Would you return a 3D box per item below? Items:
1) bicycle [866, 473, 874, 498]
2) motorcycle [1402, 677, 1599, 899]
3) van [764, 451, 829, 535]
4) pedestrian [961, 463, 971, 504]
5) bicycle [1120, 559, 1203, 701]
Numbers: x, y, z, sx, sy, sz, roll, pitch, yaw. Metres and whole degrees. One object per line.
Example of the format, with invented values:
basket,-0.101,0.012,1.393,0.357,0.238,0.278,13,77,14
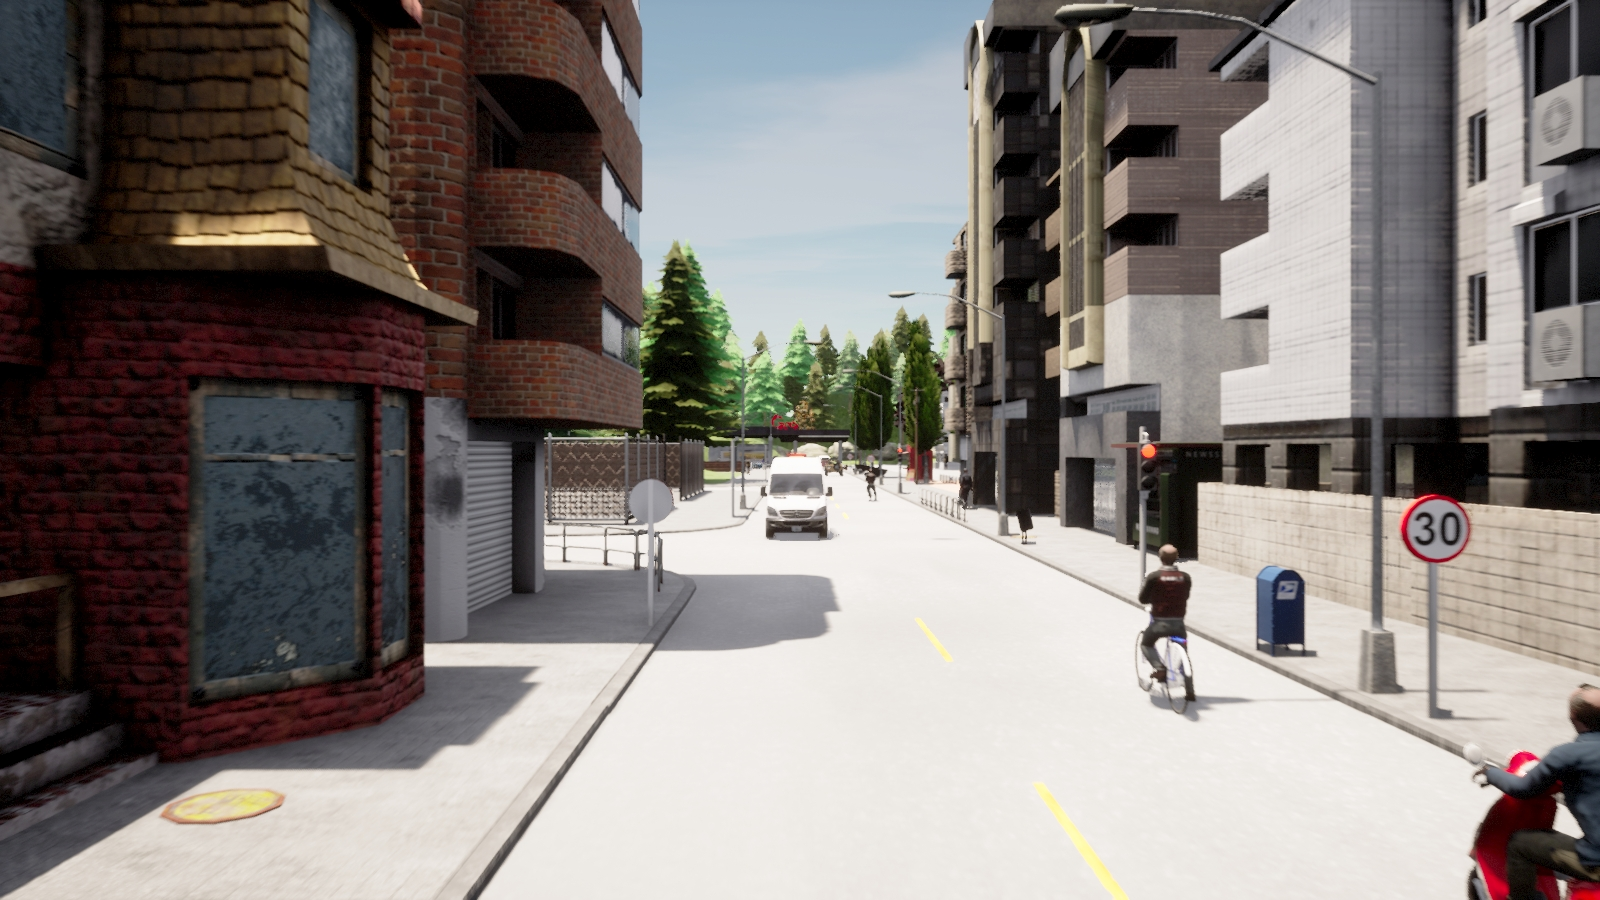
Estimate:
bicycle,3.831,1.940,62.391,0.329,1.271,1.835,0,0,0
motorcycle,3.987,1.962,5.851,0.856,1.236,1.805,0,0,0
van,-0.114,1.314,37.866,1.988,2.561,5.915,0,0,0
pedestrian,7.526,1.523,51.813,0.375,1.860,0.375,0,0,-12
bicycle,3.980,1.940,12.676,0.329,1.271,1.835,0,0,0
